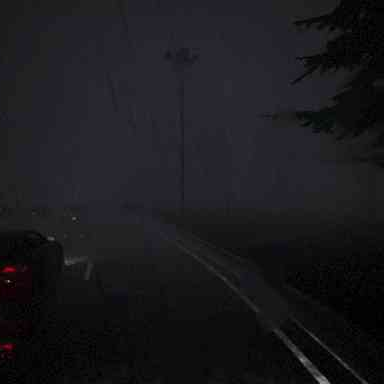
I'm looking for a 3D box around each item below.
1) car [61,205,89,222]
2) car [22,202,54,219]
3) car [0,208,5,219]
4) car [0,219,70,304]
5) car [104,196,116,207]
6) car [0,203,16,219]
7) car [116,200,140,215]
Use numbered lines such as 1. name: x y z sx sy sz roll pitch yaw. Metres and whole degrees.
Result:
1. car: -9.318 1.677 26.783 1.895 1.301 4.718 0 0 -15
2. car: -13.788 1.632 29.886 1.812 1.442 4.674 0 0 -15
3. car: -9.507 1.595 13.658 1.812 1.442 4.674 0 0 -14
4. car: -4.429 1.598 8.033 1.994 1.385 4.181 0 0 -11
5. car: -13.123 1.718 53.890 1.895 1.301 4.718 0 0 -15
6. car: -17.500 1.694 30.201 1.994 1.385 4.181 0 0 -15
7. car: -6.524 1.589 34.167 1.812 1.442 4.674 0 0 -15
